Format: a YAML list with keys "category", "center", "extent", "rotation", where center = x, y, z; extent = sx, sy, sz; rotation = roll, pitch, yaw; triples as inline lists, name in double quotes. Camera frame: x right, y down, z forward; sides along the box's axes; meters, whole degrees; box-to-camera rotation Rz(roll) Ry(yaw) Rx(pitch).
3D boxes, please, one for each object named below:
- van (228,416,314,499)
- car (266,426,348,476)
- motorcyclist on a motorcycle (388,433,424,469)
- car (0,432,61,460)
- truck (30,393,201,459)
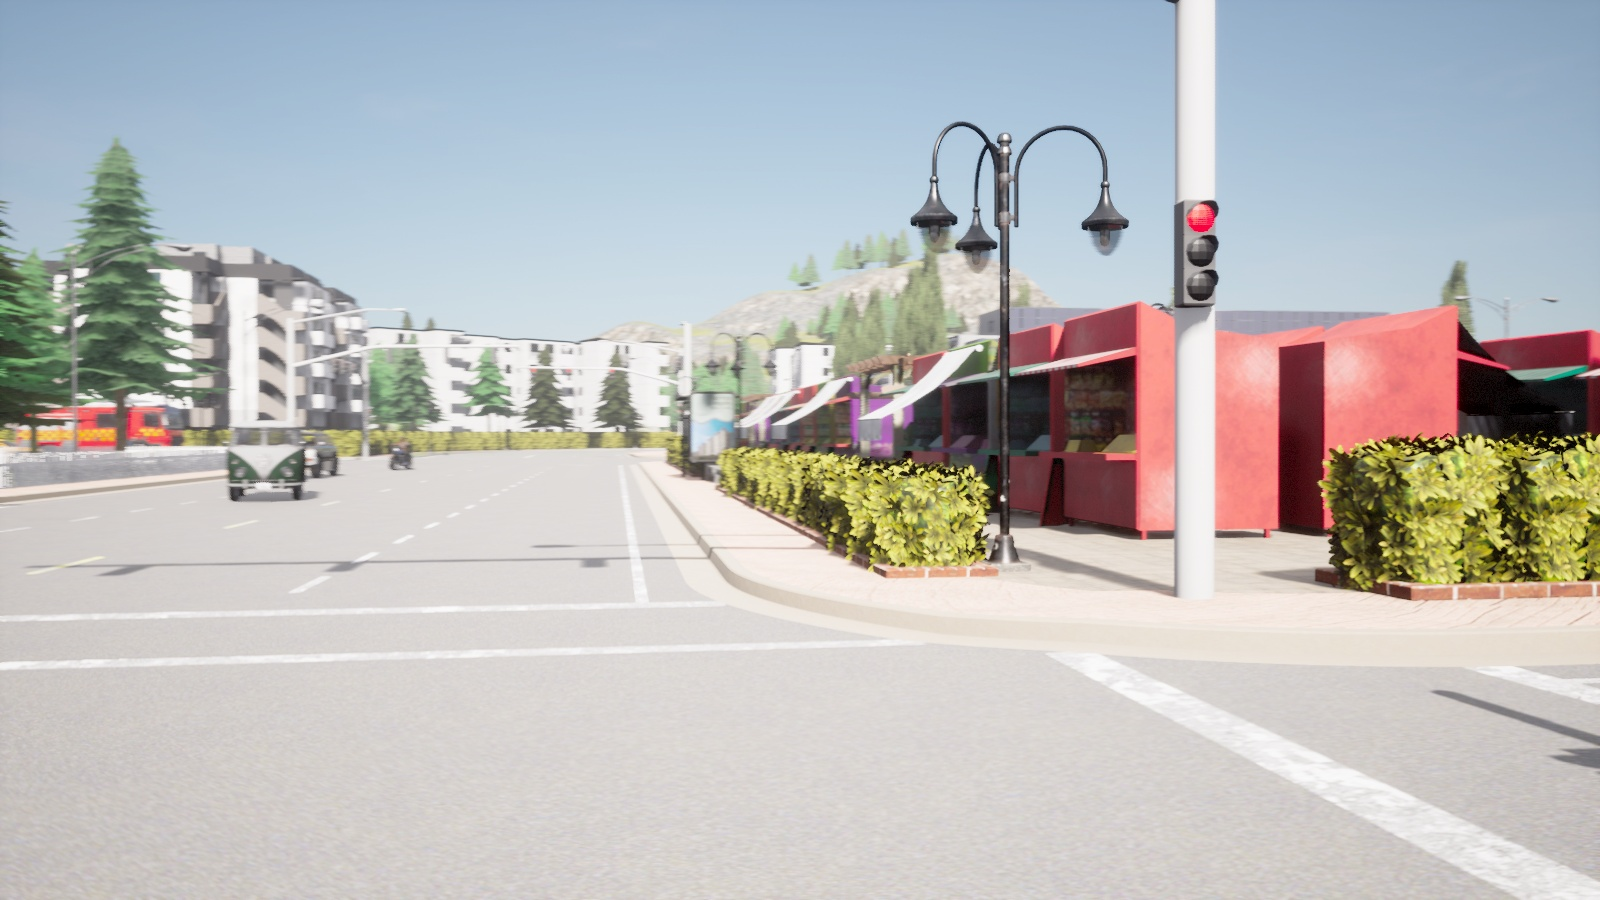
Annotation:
- category: "van"
  center: [-13.533, 0.154, 32.317]
  extent: [1.775, 1.987, 4.442]
  rotation: [0, 1, -19]
- category: "car"
  center: [-19.053, 0.002, 48.751]
  extent: [1.932, 1.855, 4.605]
  rotation: [0, 1, -8]
- category: "motorcyclist on a motorcycle"
  center: [-18.561, 0.019, 59.258]
  extent: [0.766, 1.649, 2.350]
  rotation: [0, 1, 6]
- category: "car"
  center: [-44.942, -0.226, 71.118]
  extent: [5.008, 1.535, 1.882]
  rotation: [0, 1, -7]
- category: "truck"
  center: [-40.801, -1.392, 75.103]
  extent: [8.468, 3.827, 2.891]
  rotation: [0, 1, -7]
